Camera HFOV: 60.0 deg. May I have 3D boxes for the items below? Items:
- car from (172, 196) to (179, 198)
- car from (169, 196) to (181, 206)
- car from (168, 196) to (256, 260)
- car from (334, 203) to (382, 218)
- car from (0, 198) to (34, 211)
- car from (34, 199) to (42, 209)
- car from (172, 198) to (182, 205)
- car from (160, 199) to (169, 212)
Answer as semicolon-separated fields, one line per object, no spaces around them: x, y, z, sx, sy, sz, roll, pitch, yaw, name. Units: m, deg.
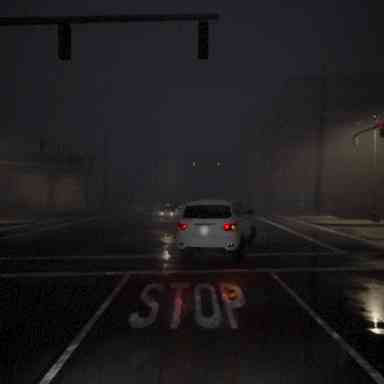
-3.192;1.809;53.666;1.882;1.535;5.008;0;0;0;car
-3.213;1.745;63.669;2.097;1.767;4.553;0;0;0;car
1.127;1.302;13.129;2.150;2.045;5.566;-1;-1;16;car
16.219;1.766;32.598;4.181;1.385;1.994;0;0;0;car
-23.310;1.558;42.526;4.611;1.667;2.242;0;0;1;car
-24.027;1.755;48.276;3.806;1.475;1.970;0;0;1;car
-3.300;1.996;74.015;2.033;1.411;5.357;0;0;0;car
-3.128;1.820;44.089;2.033;1.411;5.357;0;0;0;car
